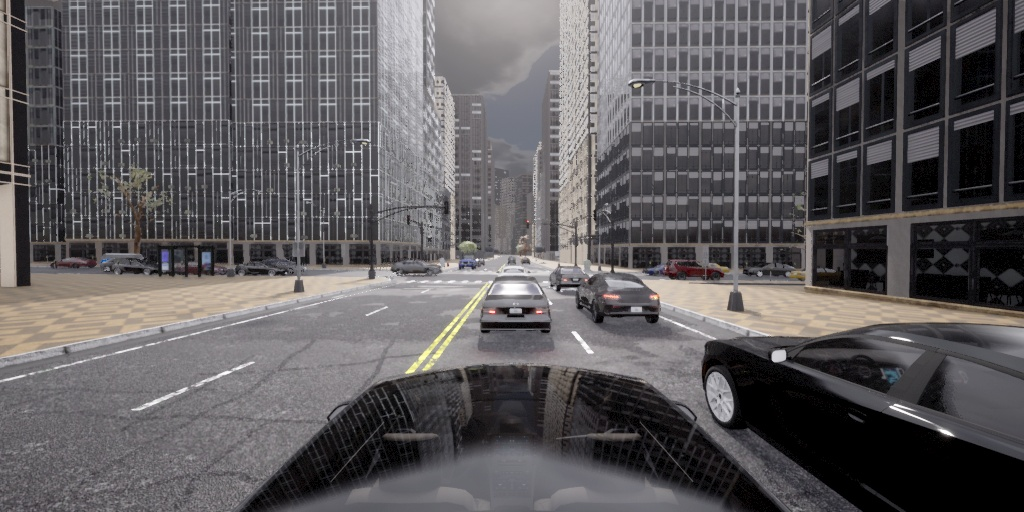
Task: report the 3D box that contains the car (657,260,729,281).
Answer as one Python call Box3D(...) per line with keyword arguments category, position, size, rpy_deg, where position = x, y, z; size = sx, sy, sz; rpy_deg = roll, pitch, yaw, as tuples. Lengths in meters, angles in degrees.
Box3D(category="car", position=(16.173, 1.267, 32.174), size=(5.009, 1.841, 2.192), rpy_deg=(0, 0, 1))

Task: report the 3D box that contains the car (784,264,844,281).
Box3D(category="car", position=(27.622, 1.577, 31.985), size=(4.829, 1.417, 1.751), rpy_deg=(0, 0, 1))

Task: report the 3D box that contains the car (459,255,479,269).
Box3D(category="car", position=(-6.633, 0.933, 53.897), size=(2.150, 2.045, 5.566), rpy_deg=(0, 0, 0))

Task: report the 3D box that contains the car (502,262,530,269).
Box3D(category="car", position=(0.088, 1.265, 20.257), size=(1.812, 1.442, 4.674), rpy_deg=(0, 0, 0))

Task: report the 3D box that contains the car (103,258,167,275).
Box3D(category="car", position=(-34.117, 1.068, 32.973), size=(4.313, 1.339, 1.948), rpy_deg=(0, 0, 1))

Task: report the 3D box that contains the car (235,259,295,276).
Box3D(category="car", position=(-22.752, 1.172, 32.675), size=(4.313, 1.339, 1.948), rpy_deg=(0, 0, 1))

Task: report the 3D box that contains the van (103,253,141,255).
Box3D(category="van", position=(-45.314, 0.603, 41.626), size=(3.998, 1.789, 1.690), rpy_deg=(0, 0, 1))

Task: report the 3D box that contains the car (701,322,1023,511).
Box3D(category="car", position=(3.345, 1.227, 2.590), size=(1.882, 1.535, 5.008), rpy_deg=(0, 0, 0))

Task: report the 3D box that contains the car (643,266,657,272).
Box3D(category="car", position=(16.700, 1.410, 37.944), size=(5.357, 1.411, 2.033), rpy_deg=(0, 1, 1))

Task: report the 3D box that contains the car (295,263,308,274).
Box3D(category="car", position=(-22.762, 1.052, 35.388), size=(4.902, 1.511, 2.128), rpy_deg=(1, 1, 2))

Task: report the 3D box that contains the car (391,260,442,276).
Box3D(category="car", position=(-9.305, 1.177, 35.126), size=(4.902, 1.511, 2.128), rpy_deg=(0, 1, 1))

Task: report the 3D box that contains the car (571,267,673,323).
Box3D(category="car", position=(3.345, 1.271, 11.936), size=(1.812, 1.442, 4.674), rpy_deg=(0, 0, 0))

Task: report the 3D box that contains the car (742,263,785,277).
Box3D(category="car", position=(27.016, 1.459, 37.772), size=(4.892, 1.490, 1.837), rpy_deg=(1, 1, 1))

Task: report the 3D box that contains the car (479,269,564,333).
Box3D(category="car", position=(0.096, 1.293, 10.666), size=(2.033, 1.411, 5.357), rpy_deg=(0, 0, 0))

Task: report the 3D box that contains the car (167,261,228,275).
Box3D(category="car", position=(-28.436, 1.136, 32.804), size=(4.207, 1.307, 1.802), rpy_deg=(0, 0, 1))

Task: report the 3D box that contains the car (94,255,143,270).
Box3D(category="car", position=(-37.870, 0.930, 35.685), size=(4.892, 1.490, 1.837), rpy_deg=(0, 1, 1))

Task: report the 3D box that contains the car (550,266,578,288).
Box3D(category="car", position=(3.339, 1.286, 21.347), size=(2.033, 1.411, 5.357), rpy_deg=(0, 0, 0))

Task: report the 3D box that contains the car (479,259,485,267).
Box3D(category="car", position=(-6.606, 1.191, 63.815), size=(2.128, 1.511, 4.902), rpy_deg=(0, 0, 0))
